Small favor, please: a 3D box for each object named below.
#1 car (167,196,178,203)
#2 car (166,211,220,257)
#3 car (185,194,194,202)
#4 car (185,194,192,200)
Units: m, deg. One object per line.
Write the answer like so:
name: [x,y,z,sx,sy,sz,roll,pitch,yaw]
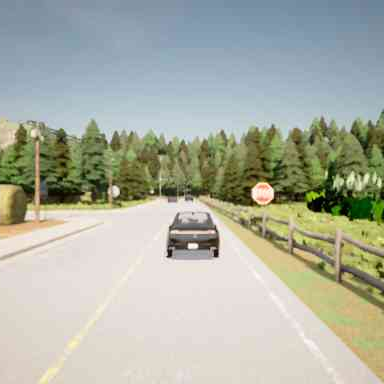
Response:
car: [-3.862,1.566,66.253,1.994,1.385,4.181,0,0,-1]
car: [0.048,1.491,12.897,2.128,1.511,4.902,0,0,0]
car: [-0.640,1.528,76.499,1.812,1.442,4.674,0,0,-2]
car: [-0.924,1.373,86.797,1.837,1.490,4.892,0,0,-2]
